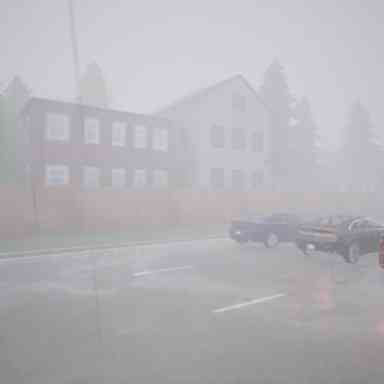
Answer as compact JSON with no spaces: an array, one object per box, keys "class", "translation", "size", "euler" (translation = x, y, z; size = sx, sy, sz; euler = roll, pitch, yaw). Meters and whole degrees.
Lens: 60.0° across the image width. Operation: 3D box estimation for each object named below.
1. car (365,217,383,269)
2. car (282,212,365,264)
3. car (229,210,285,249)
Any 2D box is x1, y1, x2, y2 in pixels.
[{"class":"car","translation":[7.261,1.329,8.977],"size":[5.566,2.045,2.150],"euler":[0,0,-35]},{"class":"car","translation":[5.876,1.604,12.286],"size":[4.902,1.511,2.128],"euler":[1,0,-35]},{"class":"car","translation":[3.947,1.591,15.208],"size":[5.008,1.535,1.882],"euler":[2,-1,-35]}]
